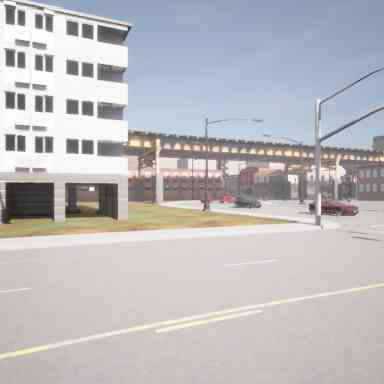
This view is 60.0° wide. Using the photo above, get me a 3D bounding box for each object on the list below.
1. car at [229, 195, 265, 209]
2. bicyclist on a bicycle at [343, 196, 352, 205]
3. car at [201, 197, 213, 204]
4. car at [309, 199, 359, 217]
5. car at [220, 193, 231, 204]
[{"bbox_3d":[7.471,1.502,44.810,1.837,1.490,4.892,0,1,-25],"label":"car"},{"bbox_3d":[20.236,1.303,43.344,1.656,1.620,0.582,0,0,-25],"label":"bicyclist on a bicycle"},{"bbox_3d":[2.830,1.601,64.520,1.895,1.301,4.718,0,0,10],"label":"car"},{"bbox_3d":[13.492,1.477,31.930,1.882,1.535,5.008,0,0,-25],"label":"car"},{"bbox_3d":[6.751,1.221,65.725,2.150,2.045,5.566,0,0,11],"label":"car"}]
